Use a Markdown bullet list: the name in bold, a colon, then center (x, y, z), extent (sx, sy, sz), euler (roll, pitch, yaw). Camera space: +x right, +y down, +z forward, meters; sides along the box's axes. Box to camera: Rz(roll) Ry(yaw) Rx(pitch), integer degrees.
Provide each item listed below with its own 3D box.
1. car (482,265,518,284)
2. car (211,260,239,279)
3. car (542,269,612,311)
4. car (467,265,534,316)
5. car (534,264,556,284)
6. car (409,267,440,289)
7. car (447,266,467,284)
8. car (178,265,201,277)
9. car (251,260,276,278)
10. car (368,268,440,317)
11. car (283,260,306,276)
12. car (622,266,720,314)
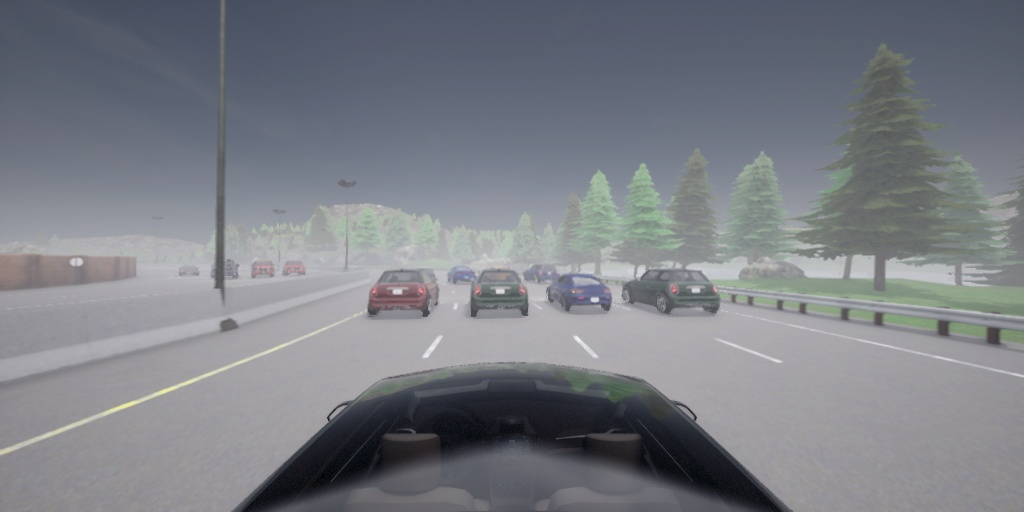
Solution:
- **car**: center (-1.223, 1.650, 32.966), extent (1.882, 1.535, 5.008), euler (0, -1, -19)
- **car**: center (-32.319, 1.488, 40.464), extent (2.150, 2.045, 5.566), euler (1, -1, -35)
- **car**: center (2.785, 1.462, 15.460), extent (1.812, 1.442, 4.674), euler (0, -1, -7)
- **car**: center (-0.628, 1.274, 14.524), extent (2.097, 1.767, 4.553), euler (0, -1, -6)
- **car**: center (2.570, 1.520, 32.661), extent (2.097, 1.767, 4.553), euler (0, -1, -18)
- **car**: center (-6.923, 1.652, 27.969), extent (2.033, 1.411, 5.357), euler (0, -1, -17)
- **car**: center (-4.605, 1.637, 32.068), extent (1.882, 1.535, 5.008), euler (0, -1, -19)
- **car**: center (-40.357, 1.853, 44.893), extent (1.812, 1.442, 4.674), euler (1, -1, -42)
- **car**: center (-29.837, 1.523, 43.001), extent (2.150, 2.045, 5.566), euler (1, -1, -35)
- **car**: center (-4.120, 1.271, 14.316), extent (2.097, 1.767, 4.553), euler (0, -1, -6)
- **car**: center (-28.738, 1.588, 47.358), extent (2.150, 2.045, 5.566), euler (1, -1, -38)
- **car**: center (6.357, 1.281, 14.937), extent (2.097, 1.767, 4.553), euler (0, -1, -6)
